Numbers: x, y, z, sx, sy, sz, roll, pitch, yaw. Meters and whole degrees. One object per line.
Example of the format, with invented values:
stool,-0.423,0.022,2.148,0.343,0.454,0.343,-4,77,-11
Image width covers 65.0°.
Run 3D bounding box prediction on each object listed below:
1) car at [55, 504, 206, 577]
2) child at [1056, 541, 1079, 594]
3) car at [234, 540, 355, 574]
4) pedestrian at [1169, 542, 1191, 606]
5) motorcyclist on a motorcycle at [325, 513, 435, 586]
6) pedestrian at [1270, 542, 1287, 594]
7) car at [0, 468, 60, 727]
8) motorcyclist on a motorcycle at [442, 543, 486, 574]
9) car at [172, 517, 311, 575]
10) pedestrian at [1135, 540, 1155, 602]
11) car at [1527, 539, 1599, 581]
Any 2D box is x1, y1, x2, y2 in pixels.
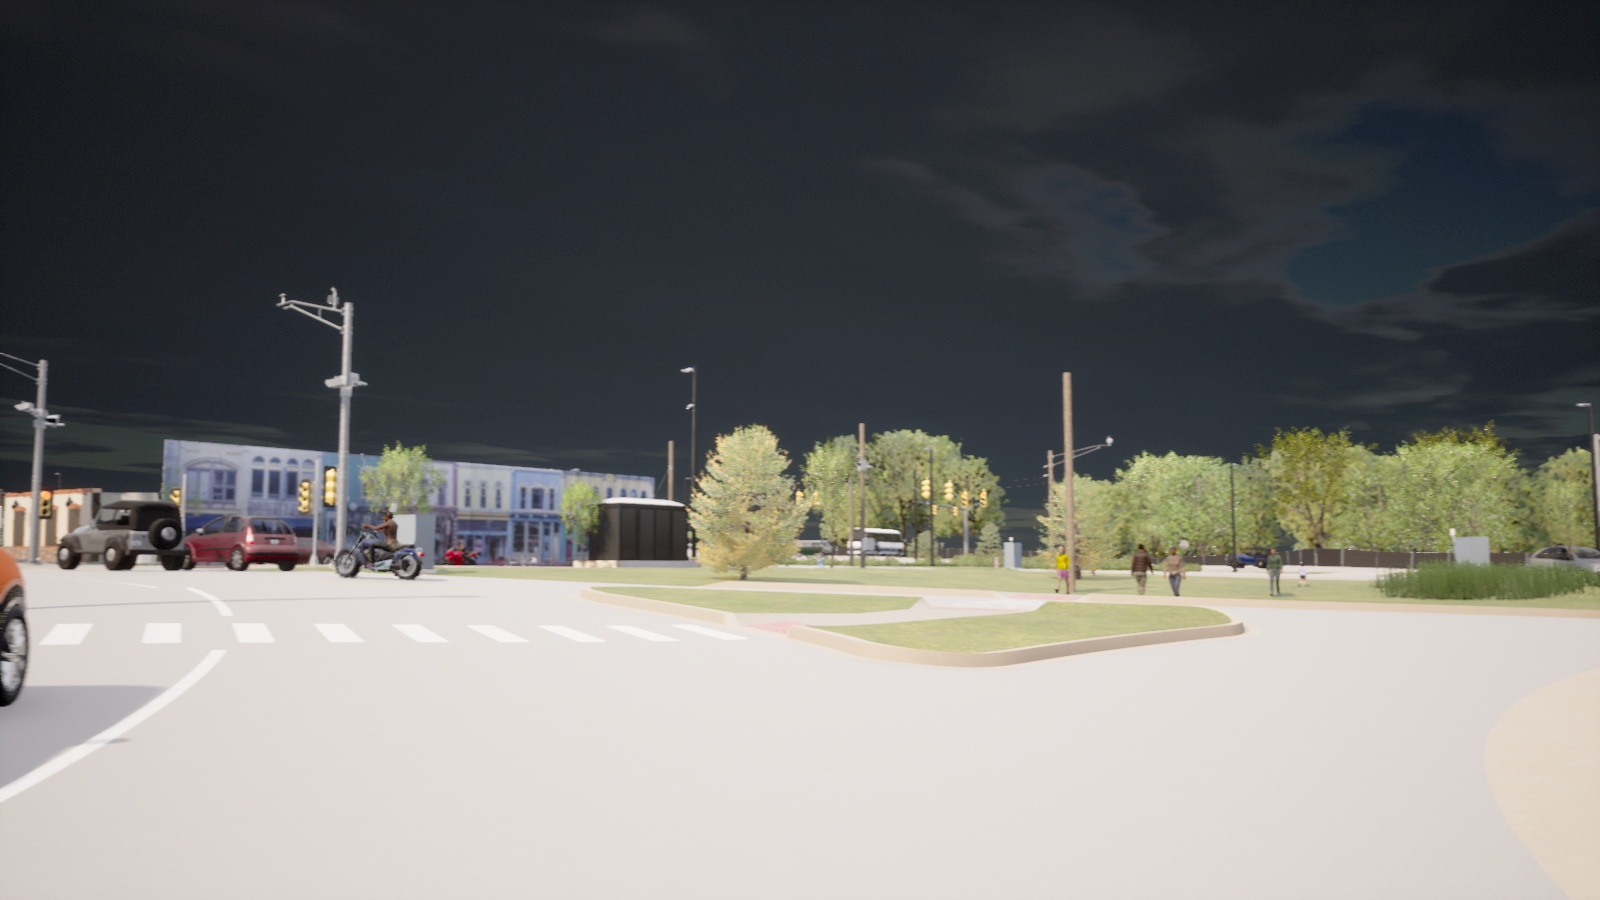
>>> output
car,-18.256,2.498,34.232,3.866,1.878,1.905,-3,-6,32
child,5.939,2.615,27.912,0.299,1.160,0.473,-4,-7,35
car,-22.546,4.829,56.166,1.812,1.442,4.674,-5,-7,39
pedestrian,10.982,3.579,36.308,0.328,1.805,0.869,-4,-7,32
motorcyclist on a motorcycle,-9.794,2.315,29.313,2.350,1.649,0.766,-1,-6,17
pedestrian,17.362,4.287,45.597,0.353,1.847,0.614,-5,-7,36
car,-6.192,0.956,7.358,2.097,1.767,4.553,1,-2,-16
motorcyclist on a motorcycle,-16.873,5.470,63.101,0.797,1.523,2.044,-5,-8,39
car,-16.354,2.828,36.755,3.988,1.617,1.851,-3,-6,34
pedestrian,10.444,3.668,38.052,0.431,1.840,0.703,-3,-6,23
car,31.663,4.406,50.766,1.851,1.617,3.988,0,-4,-7
